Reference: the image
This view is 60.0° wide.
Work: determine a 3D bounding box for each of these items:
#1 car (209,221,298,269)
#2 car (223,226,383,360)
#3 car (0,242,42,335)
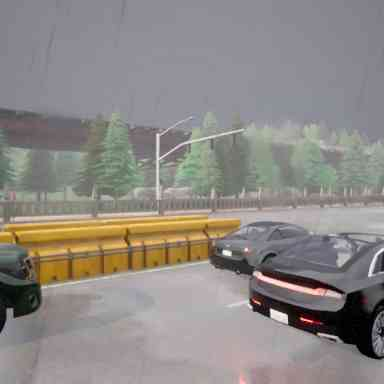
[{"bbox_3d":[2.547,1.562,9.846,4.181,1.385,1.994,0,0,-36],"label":"car"},{"bbox_3d":[3.157,1.490,5.985,4.902,1.511,2.128,0,0,-36],"label":"car"},{"bbox_3d":[-5.079,1.222,4.429,5.566,2.045,2.150,0,0,-35],"label":"car"}]
